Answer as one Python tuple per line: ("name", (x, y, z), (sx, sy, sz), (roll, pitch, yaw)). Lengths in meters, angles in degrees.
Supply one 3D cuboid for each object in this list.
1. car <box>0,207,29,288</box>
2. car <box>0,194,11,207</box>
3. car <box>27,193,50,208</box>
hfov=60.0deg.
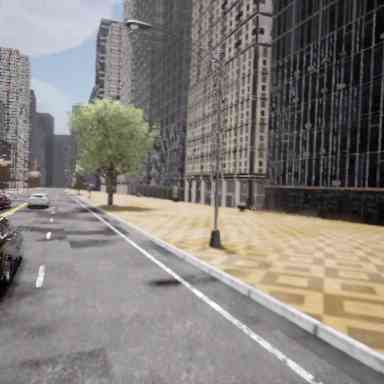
("car", (-5.365, 1.300, 8.258), (1.837, 1.490, 4.892), (2, 0, -22))
("car", (-18.154, 0.870, 30.918), (1.994, 1.385, 4.181), (2, 0, -22))
("car", (-16.112, 0.878, 35.027), (1.812, 1.442, 4.674), (2, 0, -22))
